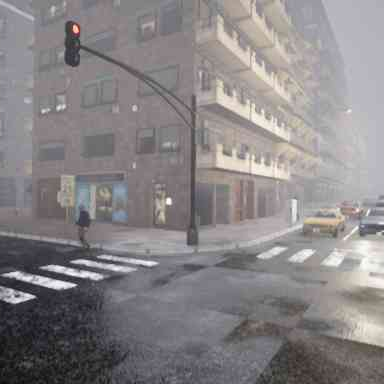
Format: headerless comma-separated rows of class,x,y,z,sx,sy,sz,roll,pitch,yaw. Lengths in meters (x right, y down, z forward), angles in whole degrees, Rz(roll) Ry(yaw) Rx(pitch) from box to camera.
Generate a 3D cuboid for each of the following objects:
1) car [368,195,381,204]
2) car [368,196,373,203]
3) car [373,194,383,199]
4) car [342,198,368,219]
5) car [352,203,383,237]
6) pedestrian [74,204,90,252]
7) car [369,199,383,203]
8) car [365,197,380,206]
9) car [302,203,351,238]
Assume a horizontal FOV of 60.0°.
car,33.748,1.392,61.405,1.967,1.590,4.097,1,1,31
car,24.925,1.505,46.959,1.887,1.381,4.507,1,1,31
car,20.781,1.192,35.157,2.150,2.045,5.566,0,0,32
car,13.163,1.415,27.694,1.967,1.590,4.097,1,1,31
car,9.991,1.532,17.561,2.033,1.411,5.357,0,0,31
pedestrian,-4.123,1.307,12.601,0.375,1.860,0.375,0,-1,32
car,15.159,1.503,26.009,1.812,1.442,4.674,0,0,32
car,30.805,1.506,56.590,2.008,1.369,4.403,1,1,31
car,7.192,1.508,17.918,1.752,1.417,4.829,1,1,31
